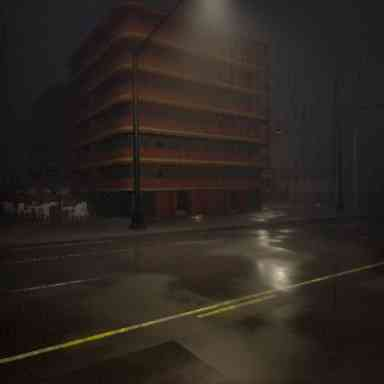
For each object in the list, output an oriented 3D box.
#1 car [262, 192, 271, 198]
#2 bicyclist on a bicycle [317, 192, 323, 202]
[{"bbox_3d":[18.469,0.814,85.983,3.806,1.475,1.970,-1,1,-35],"label":"car"},{"bbox_3d":[22.345,0.897,58.053,1.656,1.620,0.582,-1,1,-37],"label":"bicyclist on a bicycle"}]
